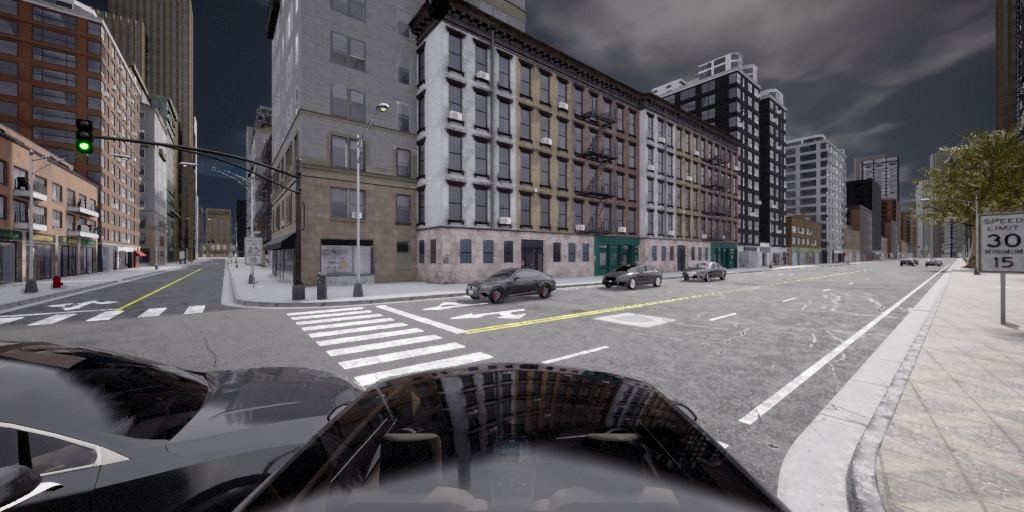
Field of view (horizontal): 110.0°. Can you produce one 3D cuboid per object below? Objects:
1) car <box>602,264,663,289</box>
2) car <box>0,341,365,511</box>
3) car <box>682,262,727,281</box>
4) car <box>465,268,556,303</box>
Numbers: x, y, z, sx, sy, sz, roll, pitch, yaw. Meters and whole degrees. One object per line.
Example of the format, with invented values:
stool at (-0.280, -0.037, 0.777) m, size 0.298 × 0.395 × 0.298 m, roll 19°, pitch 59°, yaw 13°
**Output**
car at (7.787, 1.259, 22.989) m, size 4.892 × 1.490 × 1.837 m, roll 0°, pitch 0°, yaw -39°
car at (-3.212, 1.257, 1.856) m, size 4.892 × 1.490 × 1.837 m, roll 0°, pitch 0°, yaw -34°
car at (15.834, 1.237, 29.413) m, size 4.902 × 1.511 × 2.128 m, roll 0°, pitch 0°, yaw -38°
car at (0.059, 1.287, 16.809) m, size 4.674 × 1.442 × 1.812 m, roll 0°, pitch 0°, yaw -39°
